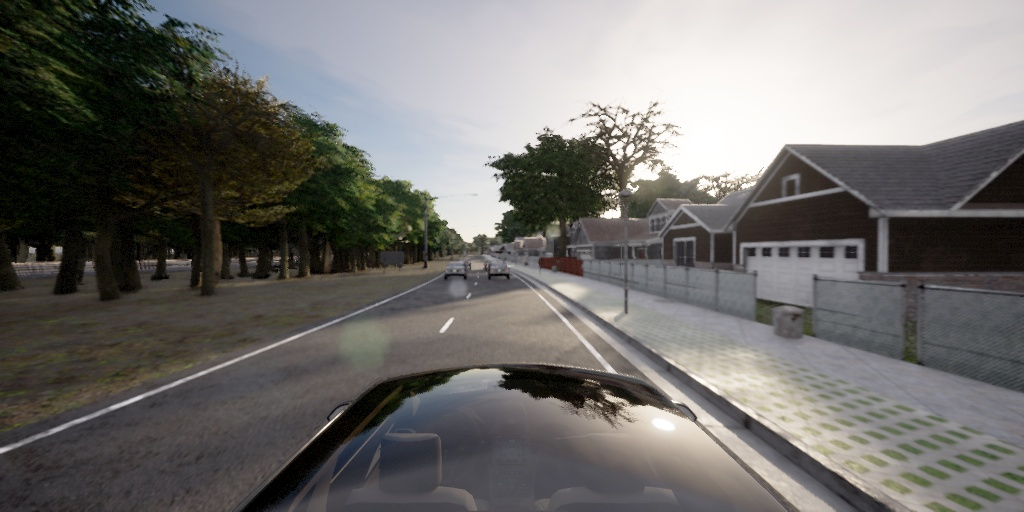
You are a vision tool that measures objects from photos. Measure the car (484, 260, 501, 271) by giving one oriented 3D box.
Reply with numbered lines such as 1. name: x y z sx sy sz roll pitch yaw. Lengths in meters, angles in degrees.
1. car: -2.544 1.161 45.585 1.895 1.301 4.718 0 0 -5

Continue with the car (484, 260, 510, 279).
1. car: -1.177 1.189 30.731 2.033 1.411 5.357 0 0 -5

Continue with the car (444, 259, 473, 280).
1. car: -4.668 1.198 30.466 2.033 1.411 5.357 0 0 -5
